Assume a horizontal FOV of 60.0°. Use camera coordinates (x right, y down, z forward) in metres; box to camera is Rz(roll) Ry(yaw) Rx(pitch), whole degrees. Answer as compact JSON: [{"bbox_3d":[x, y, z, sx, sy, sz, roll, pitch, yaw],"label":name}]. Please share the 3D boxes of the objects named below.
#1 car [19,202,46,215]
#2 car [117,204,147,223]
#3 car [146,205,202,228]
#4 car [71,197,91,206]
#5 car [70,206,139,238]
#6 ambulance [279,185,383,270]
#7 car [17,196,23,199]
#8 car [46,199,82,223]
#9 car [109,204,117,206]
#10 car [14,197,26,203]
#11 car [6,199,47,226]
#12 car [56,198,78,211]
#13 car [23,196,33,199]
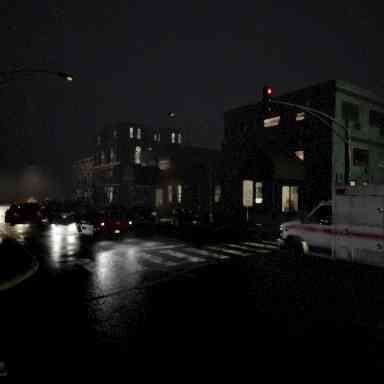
[{"bbox_3d":[-17.552,1.759,36.429,1.895,1.301,4.718,1,-1,-35],"label":"car"},{"bbox_3d":[-4.194,1.741,27.554,1.947,1.339,4.313,1,-1,-35],"label":"car"},{"bbox_3d":[-1.065,1.700,23.053,2.008,1.369,4.403,1,-1,-35],"label":"car"},{"bbox_3d":[-14.340,1.573,42.076,2.192,1.841,5.009,1,-1,-35],"label":"car"},{"bbox_3d":[-4.947,1.655,18.270,1.895,1.301,4.718,1,-1,-35],"label":"car"},{"bbox_3d":[5.332,1.030,8.897,2.351,2.431,6.366,0,0,-35],"label":"ambulance"},{"bbox_3d":[-39.754,1.787,78.492,2.192,1.841,5.009,1,-1,-35],"label":"car"},{"bbox_3d":[-10.893,1.594,26.834,2.128,1.511,4.902,1,-1,-35],"label":"car"},{"bbox_3d":[-7.322,1.783,32.053,1.802,1.307,4.206,1,-1,-35],"label":"car"},{"bbox_3d":[-42.924,2.050,83.047,2.008,1.369,4.403,1,-1,-35],"label":"car"},{"bbox_3d":[-11.890,1.492,23.495,1.967,1.590,4.097,1,-1,-35],"label":"car"},{"bbox_3d":[-17.536,1.724,46.614,1.967,1.590,4.097,1,-1,-35],"label":"car"},{"bbox_3d":[-33.516,1.944,69.513,1.752,1.417,4.829,1,-1,-35],"label":"car"}]
